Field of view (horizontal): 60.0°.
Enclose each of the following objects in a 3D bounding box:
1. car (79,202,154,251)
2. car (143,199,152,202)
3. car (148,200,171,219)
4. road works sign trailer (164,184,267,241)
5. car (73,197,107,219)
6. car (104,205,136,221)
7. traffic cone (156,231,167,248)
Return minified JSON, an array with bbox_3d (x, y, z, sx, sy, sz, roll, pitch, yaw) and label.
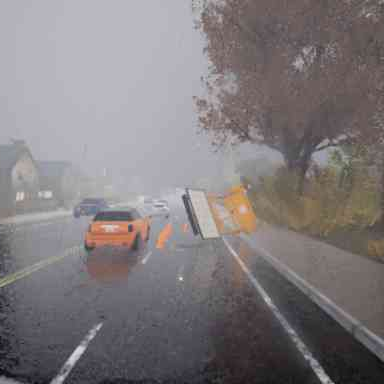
[{"bbox_3d":[-3.146,1.495,14.867,2.097,1.767,4.553,0,-1,0],"label":"car"},{"bbox_3d":[-9.733,2.128,74.270,1.895,1.301,4.718,0,0,0],"label":"car"},{"bbox_3d":[-3.144,1.836,33.038,1.812,1.442,4.674,0,-1,0],"label":"car"},{"bbox_3d":[1.019,1.098,15.313,2.880,2.380,3.560,-33,-24,34],"label":"road works sign trailer"},{"bbox_3d":[-9.838,1.530,32.827,2.150,2.045,5.566,0,-1,0],"label":"car"},{"bbox_3d":[-6.591,1.892,30.932,1.895,1.301,4.718,0,-1,0],"label":"car"},{"bbox_3d":[-1.377,2.094,14.416,0.340,0.580,0.340,0,-1,0],"label":"traffic cone"}]
